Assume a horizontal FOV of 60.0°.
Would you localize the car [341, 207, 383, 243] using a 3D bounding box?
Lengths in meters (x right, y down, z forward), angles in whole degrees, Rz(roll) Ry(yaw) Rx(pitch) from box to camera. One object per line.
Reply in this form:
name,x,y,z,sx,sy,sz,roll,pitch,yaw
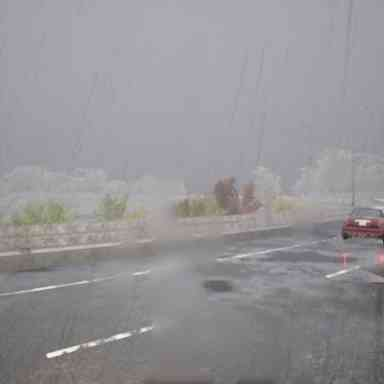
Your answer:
car,9.474,1.527,17.042,2.097,1.767,4.553,0,-1,45
